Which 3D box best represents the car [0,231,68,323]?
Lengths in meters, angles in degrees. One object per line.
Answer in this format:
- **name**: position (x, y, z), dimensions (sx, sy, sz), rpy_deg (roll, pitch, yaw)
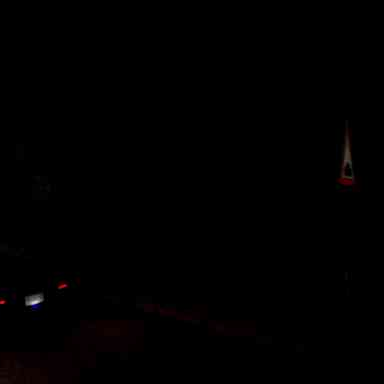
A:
- **car**: position (-4.286, 1.491, 6.436), dimensions (4.674, 1.442, 1.812), rpy_deg (0, 0, 35)
